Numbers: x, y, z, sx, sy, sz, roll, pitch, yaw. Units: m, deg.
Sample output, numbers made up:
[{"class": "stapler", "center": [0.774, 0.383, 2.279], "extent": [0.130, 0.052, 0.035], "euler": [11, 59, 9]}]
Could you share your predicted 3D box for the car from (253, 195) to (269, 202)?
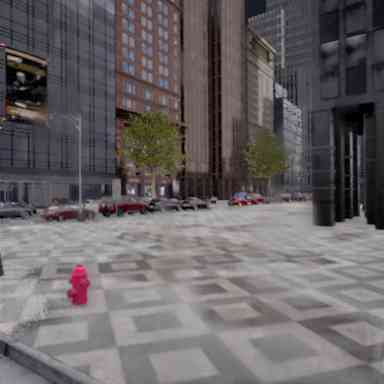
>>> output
[{"class": "car", "center": [15.789, 1.481, 76.233], "extent": [1.947, 1.339, 4.313], "euler": [-1, 0, 35]}]

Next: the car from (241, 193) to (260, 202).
[{"class": "car", "center": [12.582, 1.239, 71.593], "extent": [2.192, 1.841, 5.009], "euler": [-1, 0, 35]}]

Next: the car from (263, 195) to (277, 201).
[{"class": "car", "center": [18.992, 1.490, 80.872], "extent": [1.802, 1.307, 4.206], "euler": [-1, 0, 35]}]

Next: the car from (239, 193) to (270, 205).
[{"class": "car", "center": [9.980, 1.179, 52.821], "extent": [2.192, 1.841, 5.009], "euler": [-1, 0, 35]}]

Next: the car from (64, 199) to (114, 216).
[{"class": "car", "center": [-10.281, 1.514, 33.628], "extent": [1.812, 1.442, 4.674], "euler": [-1, 0, 34]}]

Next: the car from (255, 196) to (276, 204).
[{"class": "car", "center": [14.116, 1.420, 63.329], "extent": [2.033, 1.411, 5.357], "euler": [-1, 0, 35]}]

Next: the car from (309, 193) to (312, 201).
[{"class": "car", "center": [26.097, 1.346, 76.160], "extent": [1.752, 1.417, 4.829], "euler": [-1, 0, 35]}]

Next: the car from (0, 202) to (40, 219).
[{"class": "car", "center": [-16.255, 1.604, 29.824], "extent": [1.947, 1.339, 4.313], "euler": [0, 0, 35]}]

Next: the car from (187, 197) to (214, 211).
[{"class": "car", "center": [0.370, 1.466, 38.899], "extent": [1.947, 1.339, 4.313], "euler": [-1, 0, 35]}]

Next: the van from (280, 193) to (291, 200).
[{"class": "van", "center": [25.398, 1.249, 90.156], "extent": [1.690, 1.788, 3.998], "euler": [-1, 0, 35]}]

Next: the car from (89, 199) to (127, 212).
[{"class": "car", "center": [-9.846, 1.585, 39.106], "extent": [1.802, 1.307, 4.206], "euler": [0, 0, 35]}]

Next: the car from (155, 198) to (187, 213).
[{"class": "car", "center": [-2.834, 1.481, 34.260], "extent": [1.947, 1.339, 4.313], "euler": [-1, 0, 35]}]

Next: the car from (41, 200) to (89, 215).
[{"class": "car", "center": [-13.050, 1.585, 34.466], "extent": [1.947, 1.339, 4.313], "euler": [0, 0, 35]}]

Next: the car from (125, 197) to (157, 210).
[{"class": "car", "center": [-6.644, 1.427, 43.747], "extent": [1.967, 1.590, 4.097], "euler": [0, 0, 35]}]

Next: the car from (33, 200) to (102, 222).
[{"class": "car", "center": [-9.241, 1.533, 24.979], "extent": [1.802, 1.307, 4.206], "euler": [0, 0, 35]}]

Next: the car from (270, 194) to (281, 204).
[{"class": "car", "center": [13.185, 1.420, 57.460], "extent": [1.947, 1.339, 4.313], "euler": [-1, 0, 35]}]

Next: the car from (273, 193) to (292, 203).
[{"class": "car", "center": [16.387, 1.161, 62.101], "extent": [2.192, 1.841, 5.009], "euler": [-1, 0, 35]}]

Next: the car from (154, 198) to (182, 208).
[{"class": "car", "center": [-3.438, 1.556, 48.388], "extent": [1.802, 1.307, 4.206], "euler": [-1, 0, 35]}]

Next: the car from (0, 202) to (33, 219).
[{"class": "car", "center": [-15.142, 1.581, 26.589], "extent": [1.994, 1.385, 4.181], "euler": [-1, 0, 35]}]

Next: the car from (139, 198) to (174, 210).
[{"class": "car", "center": [-4.427, 1.485, 42.096], "extent": [1.812, 1.442, 4.674], "euler": [-1, 0, 35]}]

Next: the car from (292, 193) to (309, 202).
[{"class": "car", "center": [22.796, 1.143, 71.382], "extent": [2.192, 1.841, 5.009], "euler": [-1, 0, 35]}]

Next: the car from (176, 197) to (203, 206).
[{"class": "car", "center": [-0.331, 1.487, 52.888], "extent": [1.752, 1.417, 4.829], "euler": [-1, 0, 35]}]

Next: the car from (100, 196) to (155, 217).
[{"class": "car", "center": [-6.039, 1.247, 29.620], "extent": [2.192, 1.841, 5.009], "euler": [-1, 0, 35]}]

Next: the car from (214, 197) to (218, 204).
[{"class": "car", "center": [2.970, 1.517, 57.670], "extent": [1.947, 1.339, 4.313], "euler": [-1, 0, 35]}]

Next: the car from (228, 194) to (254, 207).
[{"class": "car", "center": [6.777, 1.419, 48.180], "extent": [1.887, 1.381, 4.507], "euler": [-1, 0, 35]}]
